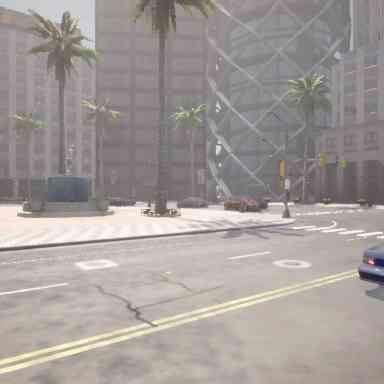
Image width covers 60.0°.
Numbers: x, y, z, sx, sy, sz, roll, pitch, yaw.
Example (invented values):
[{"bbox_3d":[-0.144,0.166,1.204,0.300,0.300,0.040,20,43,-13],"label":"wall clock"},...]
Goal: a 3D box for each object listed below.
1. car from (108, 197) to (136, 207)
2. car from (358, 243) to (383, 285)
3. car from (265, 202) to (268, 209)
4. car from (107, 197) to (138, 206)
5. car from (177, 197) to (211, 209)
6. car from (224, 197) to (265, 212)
[{"bbox_3d":[-11.201,1.600,51.210,4.718,1.301,1.895,0,0,11],"label":"car"},{"bbox_3d":[6.251,1.547,8.230,5.357,1.411,2.033,0,0,-35],"label":"car"},{"bbox_3d":[7.585,1.478,43.233,1.882,1.535,5.008,0,0,-41],"label":"car"},{"bbox_3d":[-11.469,1.526,54.762,4.674,1.442,1.812,0,0,12],"label":"car"},{"bbox_3d":[-0.065,1.564,45.852,4.181,1.385,1.994,0,0,35],"label":"car"},{"bbox_3d":[5.940,1.352,39.669,2.097,1.767,4.553,0,0,-39],"label":"car"}]
